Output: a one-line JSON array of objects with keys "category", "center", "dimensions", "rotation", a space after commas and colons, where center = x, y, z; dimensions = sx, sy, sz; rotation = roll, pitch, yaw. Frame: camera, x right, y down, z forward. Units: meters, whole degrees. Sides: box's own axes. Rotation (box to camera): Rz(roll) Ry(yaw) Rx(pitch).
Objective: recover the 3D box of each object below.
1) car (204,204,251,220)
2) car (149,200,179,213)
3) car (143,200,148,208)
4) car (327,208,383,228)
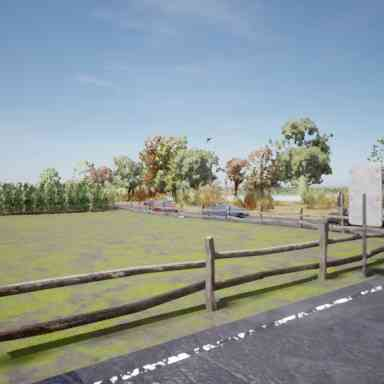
[{"category": "car", "center": [3.346, 1.881, 32.637], "dimensions": [2.033, 1.411, 5.357], "rotation": [-1, 0, -35]}, {"category": "car", "center": [-3.455, 1.854, 43.377], "dimensions": [2.097, 1.767, 4.553], "rotation": [-1, 0, -29]}, {"category": "car", "center": [-8.260, 2.220, 64.389], "dimensions": [2.128, 1.511, 4.902], "rotation": [0, 0, -16]}, {"category": "car", "center": [11.567, 1.686, 21.399], "dimensions": [2.033, 1.411, 5.357], "rotation": [-1, 0, -40]}]
